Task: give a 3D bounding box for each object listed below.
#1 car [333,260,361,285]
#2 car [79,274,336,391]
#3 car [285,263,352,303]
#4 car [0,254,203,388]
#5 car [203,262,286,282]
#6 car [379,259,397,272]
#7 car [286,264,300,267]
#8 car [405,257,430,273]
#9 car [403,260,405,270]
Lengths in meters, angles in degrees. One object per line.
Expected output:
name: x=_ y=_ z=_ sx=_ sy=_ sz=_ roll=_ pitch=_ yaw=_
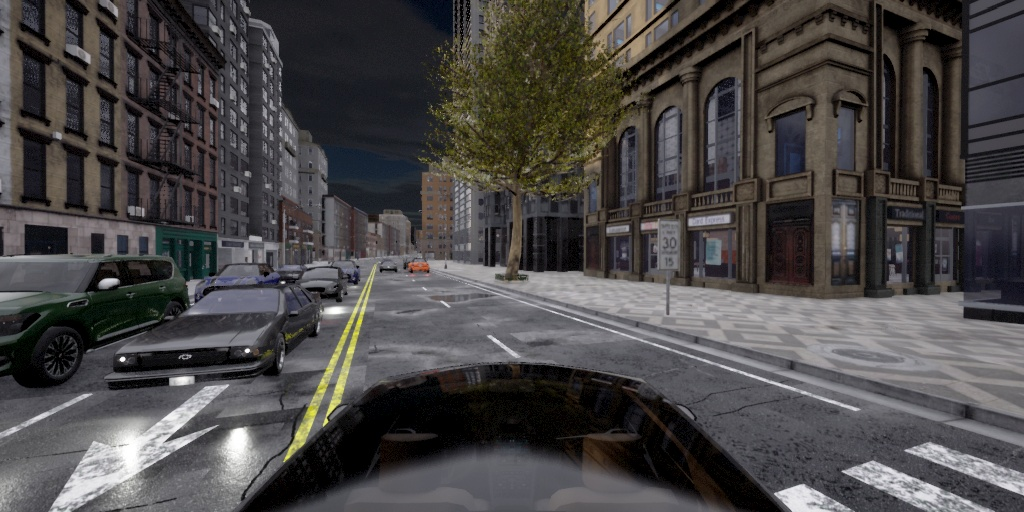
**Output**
car: x=-12.021 y=1.073 z=25.558 sx=2.097 sy=1.767 sz=4.553 roll=0 pitch=0 yaw=-20
car: x=-5.265 y=1.295 z=7.379 sx=2.033 sy=1.411 sz=5.357 roll=0 pitch=0 yaw=-18
car: x=-8.678 y=1.244 z=16.503 sx=1.837 sy=1.490 sz=4.892 roll=0 pitch=0 yaw=-20
car: x=-8.565 y=0.969 z=6.834 sx=2.150 sy=2.045 sz=5.566 roll=0 pitch=0 yaw=-20
car: x=-11.937 y=1.090 z=15.940 sx=2.097 sy=1.767 sz=4.553 roll=0 pitch=0 yaw=-20
car: x=-14.874 y=1.225 z=43.146 sx=1.994 sy=1.385 sz=4.181 roll=0 pitch=0 yaw=-20
car: x=-15.234 y=1.266 z=24.867 sx=2.033 sy=1.411 sz=5.357 roll=0 pitch=0 yaw=-21
car: x=-10.860 y=1.025 z=41.613 sx=2.097 sy=1.767 sz=4.553 roll=0 pitch=0 yaw=-20
car: x=-14.394 y=0.982 z=51.071 sx=2.097 sy=1.767 sz=4.553 roll=0 pitch=0 yaw=-20
